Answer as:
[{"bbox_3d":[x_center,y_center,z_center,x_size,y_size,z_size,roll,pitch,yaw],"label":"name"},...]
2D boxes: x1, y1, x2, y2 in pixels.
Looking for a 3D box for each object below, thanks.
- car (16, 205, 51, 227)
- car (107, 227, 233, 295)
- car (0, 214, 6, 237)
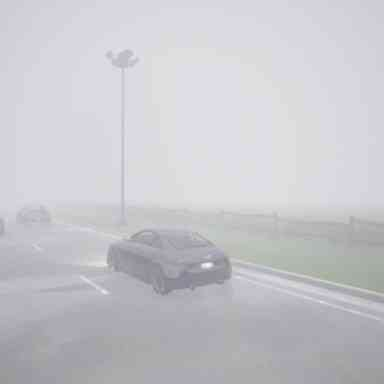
[{"bbox_3d":[-12.254,1.756,25.615,2.128,1.511,4.902,0,-1,-35],"label":"car"},{"bbox_3d":[-0.802,1.660,9.216,1.994,1.385,4.181,0,-1,-35],"label":"car"},{"bbox_3d":[-11.801,1.686,18.853,2.128,1.511,4.902,0,-1,-35],"label":"car"}]
